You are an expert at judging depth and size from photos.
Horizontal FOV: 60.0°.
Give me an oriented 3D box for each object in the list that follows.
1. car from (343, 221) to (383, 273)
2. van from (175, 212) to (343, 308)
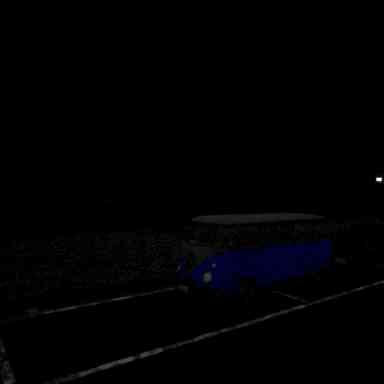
[{"bbox_3d":[6.142,1.669,11.032,4.313,1.339,1.947,1,-1,-35],"label":"car"},{"bbox_3d":[1.555,1.393,7.761,3.998,1.788,1.690,1,-1,-35],"label":"van"}]
